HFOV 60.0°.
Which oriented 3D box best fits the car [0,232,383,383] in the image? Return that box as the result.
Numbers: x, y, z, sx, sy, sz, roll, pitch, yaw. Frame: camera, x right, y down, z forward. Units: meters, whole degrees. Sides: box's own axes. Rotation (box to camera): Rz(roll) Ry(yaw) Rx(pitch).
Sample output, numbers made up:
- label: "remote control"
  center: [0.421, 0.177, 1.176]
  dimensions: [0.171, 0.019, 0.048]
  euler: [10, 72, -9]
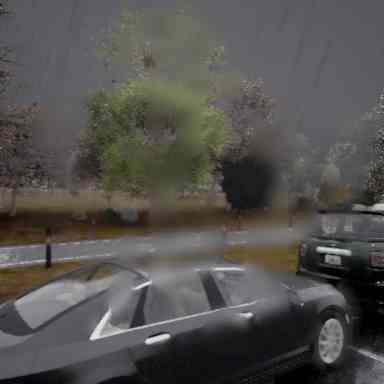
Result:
- label: "car"
  center: [-0.006, 1.483, 4.034]
  dimensions: [4.892, 1.521, 2.231]
  euler: [0, -3, -35]

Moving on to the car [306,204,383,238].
- label: "car"
  center: [4.686, 1.254, 7.141]
  dimensions: [5.566, 2.045, 2.435]
  euler: [0, -2, -33]
